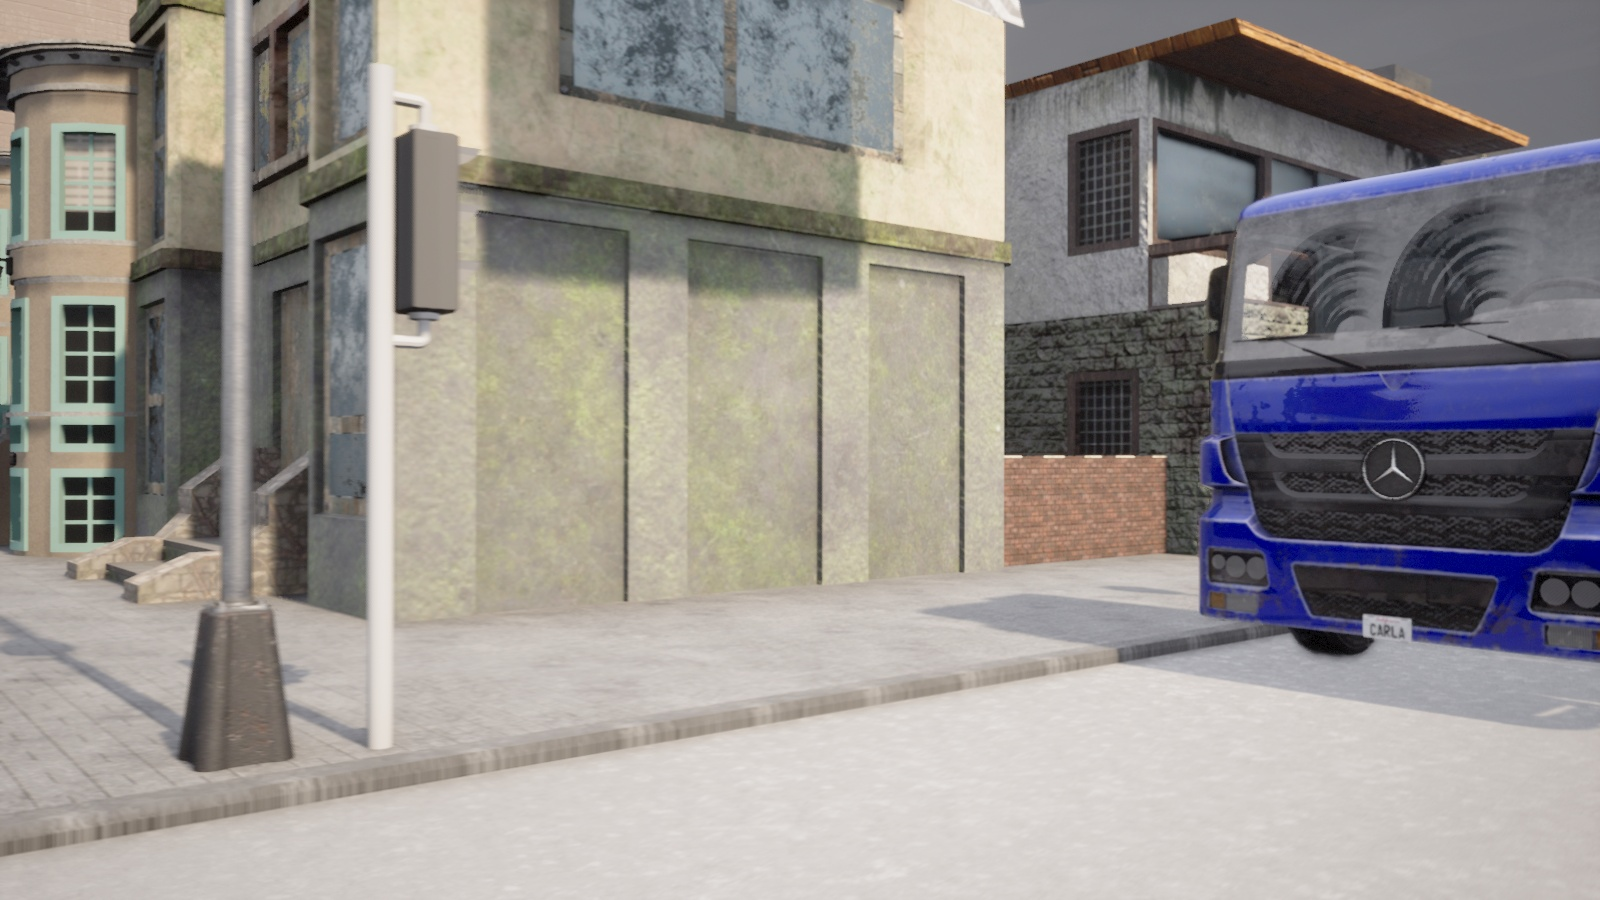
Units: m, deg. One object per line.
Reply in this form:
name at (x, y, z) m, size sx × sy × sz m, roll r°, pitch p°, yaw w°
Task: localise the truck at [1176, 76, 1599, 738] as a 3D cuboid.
truck at (6.581, -0.222, 9.928) m, size 7.936 × 3.462 × 2.891 m, roll 0°, pitch 0°, yaw -39°
